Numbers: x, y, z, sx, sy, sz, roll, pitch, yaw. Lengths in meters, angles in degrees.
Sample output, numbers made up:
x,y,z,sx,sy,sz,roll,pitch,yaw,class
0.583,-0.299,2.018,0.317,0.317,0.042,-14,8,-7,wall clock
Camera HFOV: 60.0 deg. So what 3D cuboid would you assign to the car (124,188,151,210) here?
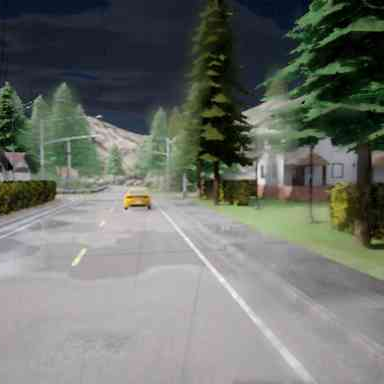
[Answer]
x,y,z,sx,sy,sz,roll,pitch,yaw,class
-4.159,0.449,25.463,1.882,1.535,5.008,-1,2,-10,car
